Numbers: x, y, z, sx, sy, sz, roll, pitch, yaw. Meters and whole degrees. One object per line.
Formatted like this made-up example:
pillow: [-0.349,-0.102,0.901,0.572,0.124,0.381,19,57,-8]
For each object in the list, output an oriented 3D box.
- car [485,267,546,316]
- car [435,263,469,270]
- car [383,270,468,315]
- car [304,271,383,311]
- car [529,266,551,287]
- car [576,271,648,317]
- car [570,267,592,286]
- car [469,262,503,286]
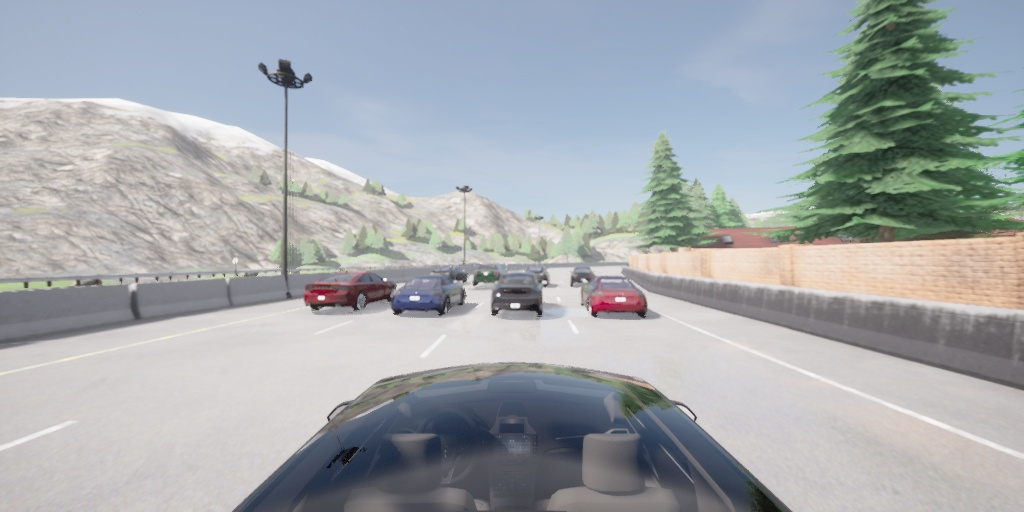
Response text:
car: [0.307,1.386,14.176,1.837,1.490,4.892,0,0,5]
car: [-4.997,1.524,28.968,2.128,1.511,4.902,0,0,10]
car: [-3.185,1.445,14.380,1.994,1.385,4.181,0,-1,5]
car: [-6.612,1.368,15.319,1.882,1.535,5.008,0,0,5]
car: [1.925,1.514,27.919,2.128,1.511,4.902,0,0,10]
car: [3.804,1.442,13.982,1.994,1.385,4.181,0,-1,5]
car: [5.458,1.545,27.771,1.812,1.442,4.674,0,0,10]
car: [-1.546,1.377,28.367,2.097,1.767,4.553,0,-1,10]
